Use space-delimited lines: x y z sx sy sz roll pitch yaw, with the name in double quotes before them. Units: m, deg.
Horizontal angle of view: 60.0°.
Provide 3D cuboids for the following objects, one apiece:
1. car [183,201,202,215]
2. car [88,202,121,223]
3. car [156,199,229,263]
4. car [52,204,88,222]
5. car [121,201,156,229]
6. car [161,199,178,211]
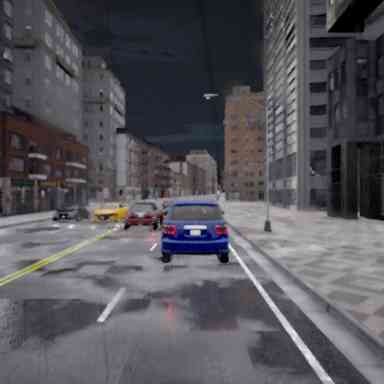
"car" 0.096 1.767 36.990 1.994 1.385 4.181 0 0 0
"car" -6.597 1.633 27.102 1.882 1.535 5.008 0 0 0
"car" 0.099 1.299 12.491 2.150 2.045 5.566 0 0 0
"car" -9.847 1.722 27.450 1.994 1.385 4.181 0 0 0
"car" -3.153 1.484 22.584 2.097 1.767 4.553 0 0 0
"car" -3.124 1.732 46.988 2.128 1.511 4.902 0 0 1
